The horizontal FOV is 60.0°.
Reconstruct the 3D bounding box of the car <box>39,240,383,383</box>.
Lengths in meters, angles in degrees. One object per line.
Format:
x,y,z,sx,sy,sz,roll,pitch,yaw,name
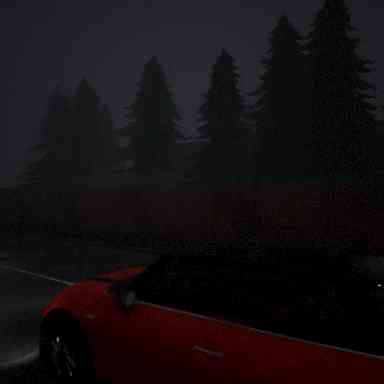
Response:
0.267,1.351,3.802,4.553,1.767,2.097,0,0,35,car
